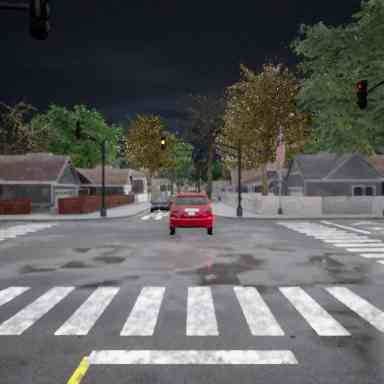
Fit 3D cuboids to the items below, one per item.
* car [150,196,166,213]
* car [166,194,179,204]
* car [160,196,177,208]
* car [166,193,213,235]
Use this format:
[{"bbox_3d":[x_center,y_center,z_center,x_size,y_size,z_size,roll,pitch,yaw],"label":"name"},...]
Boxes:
[{"bbox_3d":[-3.051,1.309,33.773,2.033,1.411,5.357,0,0,0],"label":"car"},{"bbox_3d":[-3.064,1.157,53.911,1.812,1.442,4.674,0,0,0],"label":"car"},{"bbox_3d":[-3.038,1.261,43.661,1.994,1.385,4.181,0,0,0],"label":"car"},{"bbox_3d":[-0.058,1.084,18.157,2.150,2.045,5.566,0,0,-1],"label":"car"}]
